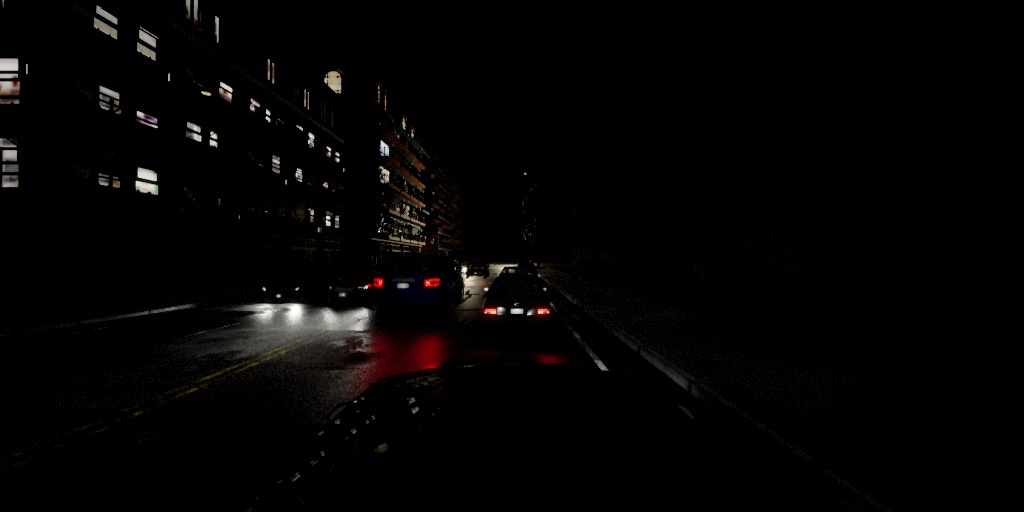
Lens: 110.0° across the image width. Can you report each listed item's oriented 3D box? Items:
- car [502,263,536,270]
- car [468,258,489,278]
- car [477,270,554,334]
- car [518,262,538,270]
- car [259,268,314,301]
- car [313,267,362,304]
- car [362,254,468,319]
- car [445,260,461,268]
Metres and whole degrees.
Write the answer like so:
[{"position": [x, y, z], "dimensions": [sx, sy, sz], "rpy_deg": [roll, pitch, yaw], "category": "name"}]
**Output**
[{"position": [0.112, 1.301, 20.987], "dimensions": [2.033, 1.411, 5.357], "rpy_deg": [0, 0, 0], "category": "car"}, {"position": [-3.128, 1.247, 33.404], "dimensions": [2.128, 1.511, 4.902], "rpy_deg": [0, 0, 0], "category": "car"}, {"position": [0.107, 1.299, 10.626], "dimensions": [2.033, 1.411, 5.357], "rpy_deg": [0, 0, 0], "category": "car"}, {"position": [1.157, 1.259, 30.755], "dimensions": [1.837, 1.490, 4.892], "rpy_deg": [0, 0, 0], "category": "car"}, {"position": [-9.839, 1.300, 17.774], "dimensions": [2.033, 1.411, 5.357], "rpy_deg": [0, 0, 0], "category": "car"}, {"position": [-6.591, 1.244, 16.450], "dimensions": [2.128, 1.511, 4.902], "rpy_deg": [0, 0, 0], "category": "car"}, {"position": [-3.144, 0.970, 13.024], "dimensions": [2.150, 2.045, 5.566], "rpy_deg": [0, 0, 0], "category": "car"}, {"position": [-9.786, 1.317, 60.220], "dimensions": [1.994, 1.385, 4.181], "rpy_deg": [0, 0, 0], "category": "car"}]
